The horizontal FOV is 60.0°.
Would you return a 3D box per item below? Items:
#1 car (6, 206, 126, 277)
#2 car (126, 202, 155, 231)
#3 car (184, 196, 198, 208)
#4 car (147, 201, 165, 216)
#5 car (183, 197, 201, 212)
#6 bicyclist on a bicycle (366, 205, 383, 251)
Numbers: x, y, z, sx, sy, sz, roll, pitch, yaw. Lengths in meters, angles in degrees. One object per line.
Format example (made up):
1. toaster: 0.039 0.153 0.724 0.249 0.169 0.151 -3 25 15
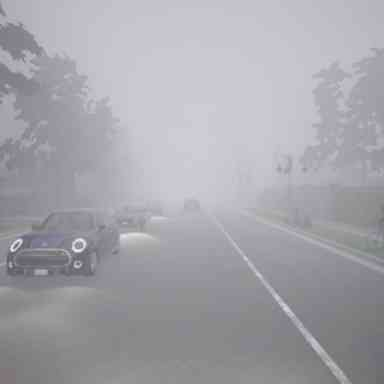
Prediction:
1. car: -3.626 1.328 10.216 2.097 1.767 4.553 0 0 0
2. car: -3.647 1.516 20.178 1.994 1.385 4.181 0 0 0
3. car: -0.123 1.398 47.128 1.812 1.442 4.674 0 0 0
4. car: -3.660 1.489 31.039 1.994 1.385 4.181 0 0 0
5. car: 0.001 1.401 36.380 2.128 1.511 4.902 0 0 0
6. bicyclist on a bicycle: 6.854 1.271 11.540 1.656 1.620 0.582 0 0 0
